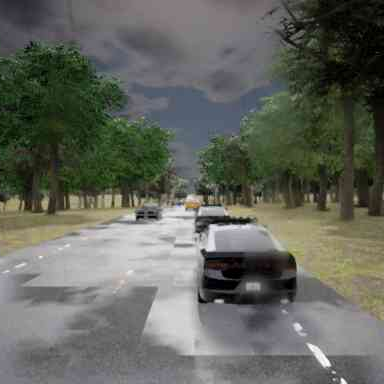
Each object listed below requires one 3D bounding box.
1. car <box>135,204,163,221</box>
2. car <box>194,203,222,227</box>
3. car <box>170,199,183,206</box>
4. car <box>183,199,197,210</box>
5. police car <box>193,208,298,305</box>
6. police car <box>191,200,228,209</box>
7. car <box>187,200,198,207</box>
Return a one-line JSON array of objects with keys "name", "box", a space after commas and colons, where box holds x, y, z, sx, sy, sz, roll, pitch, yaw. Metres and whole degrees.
[{"name": "car", "box": [-3.568, 1.693, 28.025, 1.895, 1.301, 4.718, 0, 0, 0]}, {"name": "car", "box": [1.078, 1.598, 24.216, 1.812, 1.442, 4.674, 0, 0, 0]}, {"name": "car", "box": [-3.420, 2.241, 69.303, 1.837, 1.490, 4.892, 0, -2, 0]}, {"name": "car", "box": [0.097, 1.721, 46.252, 1.882, 1.535, 5.008, 0, -1, 1]}, {"name": "police car", "box": [1.059, 1.433, 8.323, 1.930, 1.638, 5.238, 0, 0, 0]}, {"name": "police car", "box": [1.071, 1.467, 18.326, 1.930, 1.638, 5.238, 0, 0, 0]}, {"name": "car", "box": [0.070, 2.124, 60.744, 1.895, 1.301, 4.718, 0, -1, 0]}]
